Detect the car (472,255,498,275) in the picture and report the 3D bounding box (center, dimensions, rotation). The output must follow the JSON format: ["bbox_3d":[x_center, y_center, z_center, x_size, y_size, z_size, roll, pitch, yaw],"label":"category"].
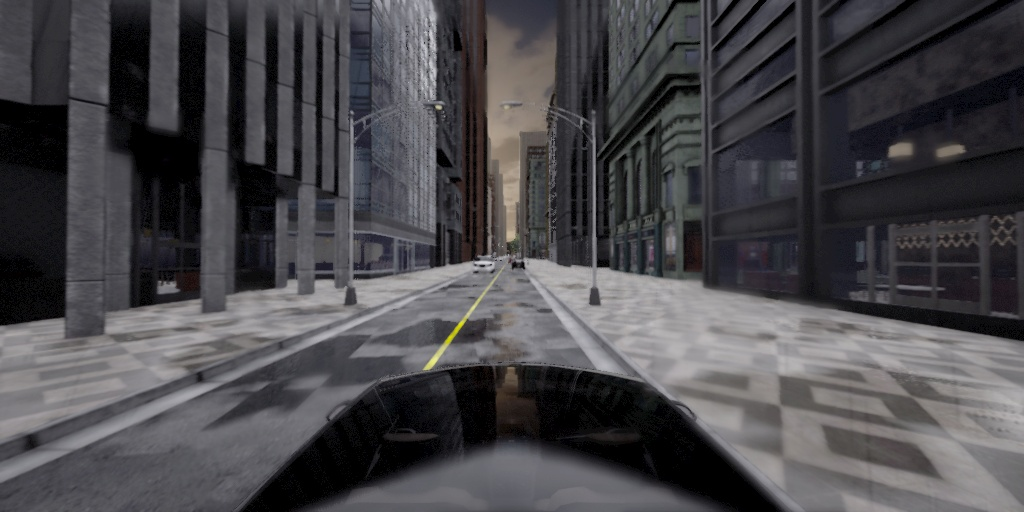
[{"bbox_3d":[-3.063,0.955,39.804,2.150,2.045,5.566,0,0,0],"label":"car"}]

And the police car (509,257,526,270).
[{"bbox_3d":[0.931,1.137,51.409,1.930,1.638,5.238,0,0,0],"label":"police car"}]
